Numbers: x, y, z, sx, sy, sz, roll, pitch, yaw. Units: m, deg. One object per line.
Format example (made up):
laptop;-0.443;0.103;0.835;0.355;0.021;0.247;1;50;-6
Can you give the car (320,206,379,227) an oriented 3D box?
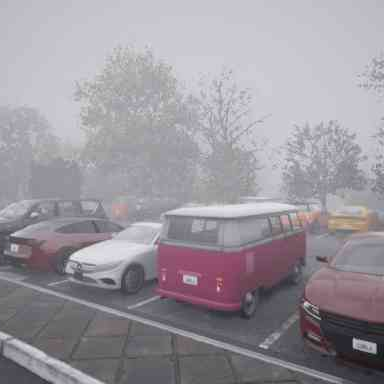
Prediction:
car;8.840;1.489;18.021;2.097;1.535;5.008;0;0;36

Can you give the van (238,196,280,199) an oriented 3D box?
van;4.510;1.270;21.277;1.878;1.987;4.442;0;0;36

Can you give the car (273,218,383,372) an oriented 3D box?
car;3.423;1.486;5.823;2.097;1.535;5.008;0;0;36

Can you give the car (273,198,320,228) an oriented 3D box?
car;6.675;1.367;19.542;2.185;1.767;4.553;0;0;36

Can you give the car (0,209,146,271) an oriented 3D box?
car;-3.330;1.526;10.697;2.163;1.488;4.792;0;0;36

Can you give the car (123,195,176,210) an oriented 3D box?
car;-2.292;1.264;26.047;2.435;2.045;5.566;-1;0;36

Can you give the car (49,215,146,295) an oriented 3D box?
car;-1.090;1.533;9.057;2.002;1.452;4.674;0;0;36

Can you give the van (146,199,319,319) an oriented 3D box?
van;1.232;1.264;7.532;1.878;1.987;4.442;0;0;36

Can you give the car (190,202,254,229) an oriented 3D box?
car;2.187;1.501;22.792;2.231;1.521;4.892;0;0;36

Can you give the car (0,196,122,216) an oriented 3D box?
car;-5.620;1.249;12.268;2.435;2.045;5.566;0;0;36

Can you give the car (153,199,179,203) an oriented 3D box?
car;-0.165;1.502;24.259;1.946;1.575;5.366;0;0;36
